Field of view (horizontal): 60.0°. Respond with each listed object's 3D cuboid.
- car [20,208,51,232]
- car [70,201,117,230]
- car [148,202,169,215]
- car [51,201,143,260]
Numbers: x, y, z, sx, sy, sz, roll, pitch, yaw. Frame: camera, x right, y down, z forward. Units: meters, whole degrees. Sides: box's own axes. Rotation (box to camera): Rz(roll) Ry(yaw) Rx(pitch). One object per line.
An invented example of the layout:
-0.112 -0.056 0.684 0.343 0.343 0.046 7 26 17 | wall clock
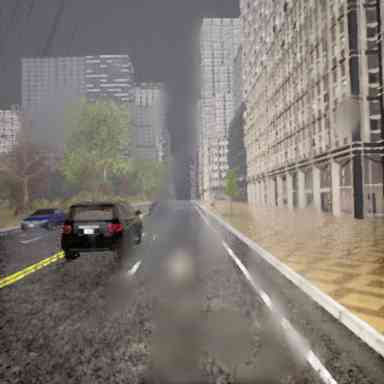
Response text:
-10.218 1.872 23.419 1.812 1.442 4.674 -1 0 -1 | car
-6.984 1.629 24.224 2.097 1.767 4.553 -1 0 -1 | car
-3.784 1.828 37.982 1.812 1.442 4.674 -1 0 -1 | car
-3.350 1.357 13.329 2.150 2.045 5.566 -1 0 -1 | car
